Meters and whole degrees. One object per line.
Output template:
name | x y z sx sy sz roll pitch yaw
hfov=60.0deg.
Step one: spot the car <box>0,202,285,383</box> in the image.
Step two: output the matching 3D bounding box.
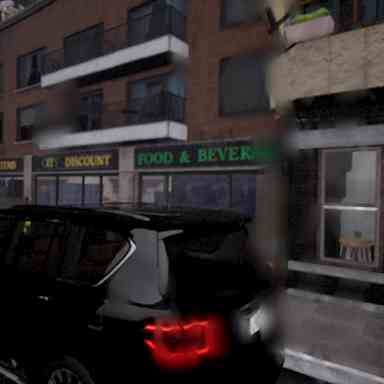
car | -1.619 1.149 4.415 5.566 2.045 2.150 1 1 36
